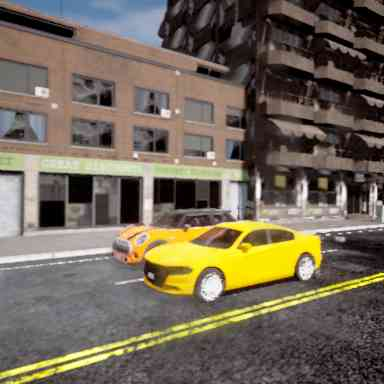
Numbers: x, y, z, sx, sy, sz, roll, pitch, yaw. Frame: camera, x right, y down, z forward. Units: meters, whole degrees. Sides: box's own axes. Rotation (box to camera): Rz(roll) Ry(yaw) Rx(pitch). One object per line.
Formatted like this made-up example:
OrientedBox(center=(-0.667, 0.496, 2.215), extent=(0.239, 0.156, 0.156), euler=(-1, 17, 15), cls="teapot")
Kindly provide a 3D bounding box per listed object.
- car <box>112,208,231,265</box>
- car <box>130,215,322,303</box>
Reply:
OrientedBox(center=(-0.352, 1.393, 11.311), extent=(4.553, 1.767, 2.097), euler=(1, 0, -34), cls="car")
OrientedBox(center=(1.199, 1.519, 8.437), extent=(5.008, 1.535, 1.882), euler=(1, 0, -35), cls="car")
